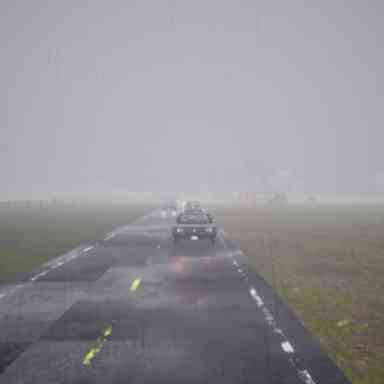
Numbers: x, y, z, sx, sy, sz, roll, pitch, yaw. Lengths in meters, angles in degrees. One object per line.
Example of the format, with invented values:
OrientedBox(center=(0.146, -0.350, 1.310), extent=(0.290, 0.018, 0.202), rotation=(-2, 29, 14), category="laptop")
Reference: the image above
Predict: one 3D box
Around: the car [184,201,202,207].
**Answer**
OrientedBox(center=(0.108, 1.613, 35.605), extent=(2.033, 1.411, 5.357), rotation=(0, 0, 0), category="car")

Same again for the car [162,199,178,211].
OrientedBox(center=(-2.745, 1.631, 42.093), extent=(2.033, 1.411, 5.357), rotation=(0, 0, 0), category="car")

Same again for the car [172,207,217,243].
OrientedBox(center=(0.105, 1.616, 15.994), extent=(1.895, 1.301, 4.718), rotation=(0, 0, 0), category="car")
